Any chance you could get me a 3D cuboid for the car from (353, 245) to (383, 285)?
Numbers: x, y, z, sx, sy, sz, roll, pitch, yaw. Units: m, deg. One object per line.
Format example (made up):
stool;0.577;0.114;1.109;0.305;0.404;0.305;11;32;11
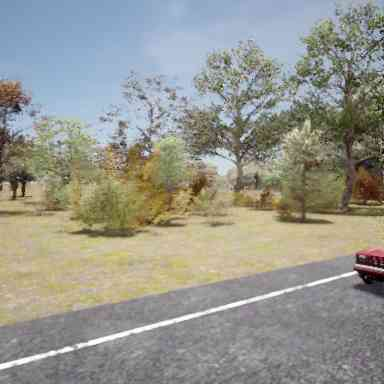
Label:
car;6.070;1.597;8.318;4.718;1.301;1.895;0;0;-35
